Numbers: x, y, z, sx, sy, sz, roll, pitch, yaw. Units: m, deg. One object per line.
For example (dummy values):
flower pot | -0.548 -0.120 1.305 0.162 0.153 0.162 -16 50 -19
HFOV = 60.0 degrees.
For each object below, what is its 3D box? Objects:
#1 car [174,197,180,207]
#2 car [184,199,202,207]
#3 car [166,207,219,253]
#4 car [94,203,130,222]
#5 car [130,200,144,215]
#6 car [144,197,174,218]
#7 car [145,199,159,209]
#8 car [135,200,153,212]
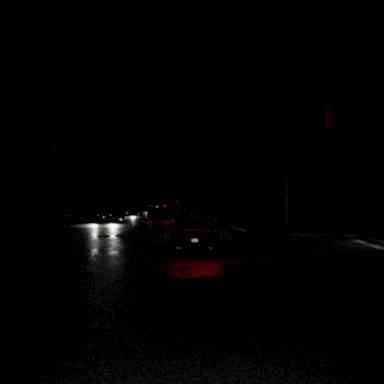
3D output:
car | -3.481 1.821 59.565 2.150 2.045 5.566 0 0 0
car | 0.109 1.863 36.953 2.128 1.511 4.902 0 -1 0
car | 0.103 1.624 14.498 1.882 1.535 5.008 0 -1 0
car | -7.078 1.797 29.075 1.837 1.490 4.892 0 -1 0
car | -7.022 1.938 38.854 2.033 1.411 5.357 0 -1 0
car | -3.393 1.575 35.192 2.150 2.045 5.566 0 -1 0
car | -6.986 2.067 58.688 1.882 1.535 5.008 0 -1 0
car | -6.988 1.966 48.663 1.882 1.535 5.008 0 -1 0
